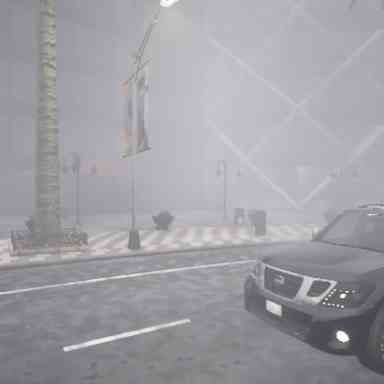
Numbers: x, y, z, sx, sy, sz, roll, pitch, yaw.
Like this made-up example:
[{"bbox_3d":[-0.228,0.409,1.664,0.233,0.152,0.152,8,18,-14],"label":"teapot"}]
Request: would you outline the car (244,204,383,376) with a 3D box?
[{"bbox_3d":[3.609,1.242,5.755,5.566,2.045,2.150,0,0,-26],"label":"car"}]
